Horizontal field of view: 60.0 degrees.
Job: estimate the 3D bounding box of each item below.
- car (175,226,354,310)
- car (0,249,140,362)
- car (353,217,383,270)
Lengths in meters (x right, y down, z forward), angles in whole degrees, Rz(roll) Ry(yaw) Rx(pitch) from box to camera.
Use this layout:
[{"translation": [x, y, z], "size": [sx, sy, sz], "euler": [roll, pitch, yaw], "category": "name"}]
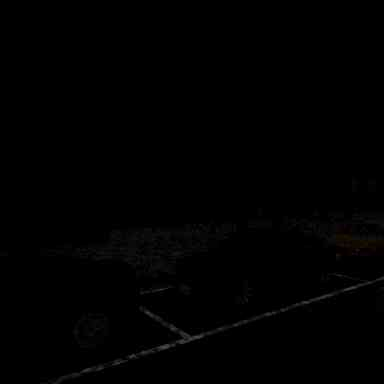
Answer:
[{"translation": [1.650, 1.566, 7.837], "size": [4.313, 1.339, 1.947], "euler": [0, 0, -36], "category": "car"}, {"translation": [-2.932, 1.545, 4.555], "size": [4.507, 1.381, 1.887], "euler": [0, 0, -36], "category": "car"}, {"translation": [6.094, 1.527, 11.021], "size": [4.829, 1.417, 1.752], "euler": [0, 0, -36], "category": "car"}]
